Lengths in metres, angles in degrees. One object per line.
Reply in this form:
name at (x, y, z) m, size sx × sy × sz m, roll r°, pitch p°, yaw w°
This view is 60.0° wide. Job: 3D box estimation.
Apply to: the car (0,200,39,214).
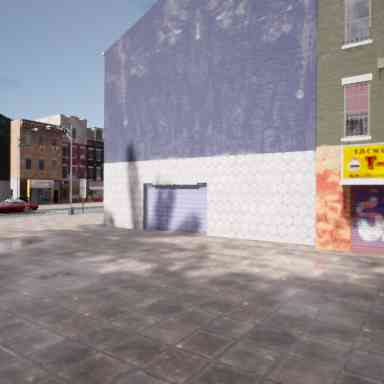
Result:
car at (-16.162, 1.375, 29.200) m, size 1.895 × 1.301 × 4.718 m, roll 1°, pitch 1°, yaw 35°
